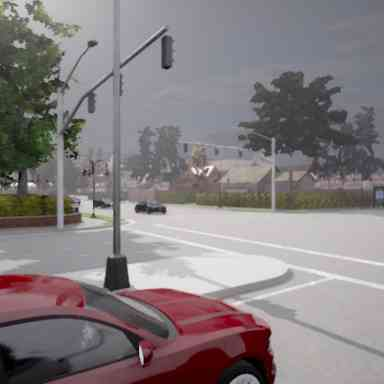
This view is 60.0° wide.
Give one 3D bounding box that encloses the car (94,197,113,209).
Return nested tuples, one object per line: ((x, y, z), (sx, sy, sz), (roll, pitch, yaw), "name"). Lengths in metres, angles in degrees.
((-11.571, 1.466, 44.509), (2.128, 1.511, 4.902), (0, 0, -36), "car")

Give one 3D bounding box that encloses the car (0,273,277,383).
((-1.420, 1.477, 2.755), (5.008, 1.535, 1.882), (0, 0, -35), "car")

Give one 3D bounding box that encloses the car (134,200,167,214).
((-4.343, 1.540, 34.548), (1.994, 1.385, 4.181), (0, 0, -36), "car")

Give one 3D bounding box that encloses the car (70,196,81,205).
((-20.364, 1.468, 56.675), (2.128, 1.511, 4.902), (0, 0, -36), "car")
